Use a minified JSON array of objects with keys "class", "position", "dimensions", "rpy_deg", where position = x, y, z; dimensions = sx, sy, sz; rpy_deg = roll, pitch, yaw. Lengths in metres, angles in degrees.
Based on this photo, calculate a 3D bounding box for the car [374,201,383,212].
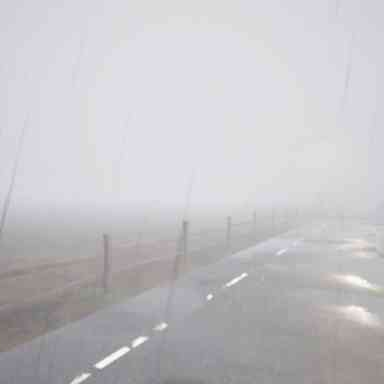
[{"class":"car","position":[30.329,2.415,52.376],"dimensions":[2.128,1.511,4.902],"rpy_deg":[0,-1,27]}]

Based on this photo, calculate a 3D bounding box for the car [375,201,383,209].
[{"class":"car","position":[39.097,2.727,69.084],"dimensions":[1.837,1.490,4.892],"rpy_deg":[0,-1,28]}]
